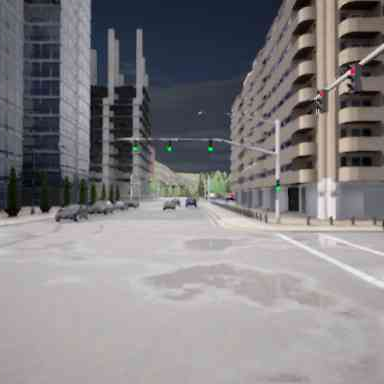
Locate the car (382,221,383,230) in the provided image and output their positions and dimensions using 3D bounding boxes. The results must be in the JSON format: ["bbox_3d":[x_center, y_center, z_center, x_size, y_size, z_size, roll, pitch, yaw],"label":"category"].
[{"bbox_3d":[13.508,1.478,18.110,5.566,2.045,2.150,0,-1,0],"label":"car"}]

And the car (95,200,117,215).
[{"bbox_3d":[-10.658,1.792,39.181,2.097,1.767,4.553,0,-1,0],"label":"car"}]

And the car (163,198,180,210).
[{"bbox_3d":[-3.484,2.137,52.835,2.033,1.411,5.357,0,-1,0],"label":"car"}]

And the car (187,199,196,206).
[{"bbox_3d":[-0.126,2.295,73.748,1.882,1.535,5.008,0,-1,0],"label":"car"}]

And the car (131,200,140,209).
[{"bbox_3d":[-10.634,2.215,59.627,2.033,1.411,5.357,0,-1,1],"label":"car"}]

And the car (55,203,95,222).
[{"bbox_3d":[-10.660,1.842,29.988,1.837,1.490,4.892,0,-1,0],"label":"car"}]

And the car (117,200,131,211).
[{"bbox_3d":[-10.669,2.075,49.014,1.812,1.442,4.674,0,-1,0],"label":"car"}]

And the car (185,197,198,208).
[{"bbox_3d":[-0.108,1.924,63.017,2.150,2.045,5.566,0,-1,0],"label":"car"}]
